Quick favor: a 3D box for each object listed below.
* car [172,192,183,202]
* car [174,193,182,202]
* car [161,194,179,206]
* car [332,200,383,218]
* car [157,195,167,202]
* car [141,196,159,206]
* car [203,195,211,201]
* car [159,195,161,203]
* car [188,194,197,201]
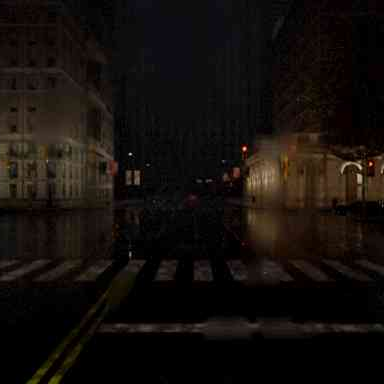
[{"bbox_3d":[-3.377,1.140,77.190,2.150,2.045,5.566,0,0,1],"label":"car"},{"bbox_3d":[-3.504,1.475,65.676,2.033,1.411,5.357,0,0,2],"label":"car"},{"bbox_3d":[-3.580,1.445,54.506,1.837,1.490,4.892,0,0,1],"label":"car"},{"bbox_3d":[15.084,1.473,29.617,4.892,1.490,1.837,0,0,0],"label":"car"},{"bbox_3d":[-6.875,1.414,77.444,1.837,1.490,4.892,0,0,1],"label":"car"},{"bbox_3d":[-7.081,1.445,54.526,1.837,1.490,4.892,0,0,0],"label":"car"},{"bbox_3d":[3.640,1.377,78.852,2.033,1.411,5.357,0,0,1],"label":"car"},{"bbox_3d":[-7.003,1.491,66.419,1.994,1.385,4.181,0,0,1],"label":"car"},{"bbox_3d":[0.139,1.192,78.855,2.097,1.767,4.553,0,0,1],"label":"car"}]
